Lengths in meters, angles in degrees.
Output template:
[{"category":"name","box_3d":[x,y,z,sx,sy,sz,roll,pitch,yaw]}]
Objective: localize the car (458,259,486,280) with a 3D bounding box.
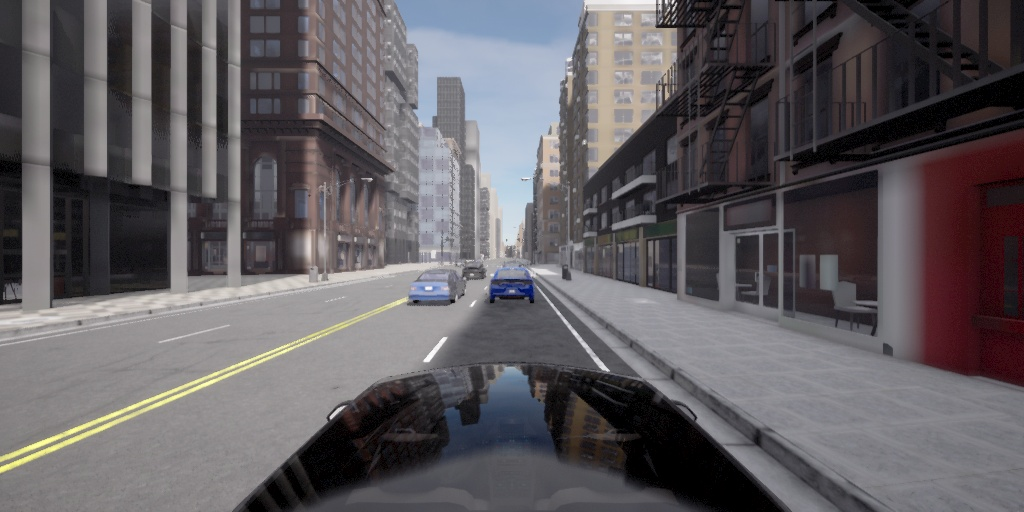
[{"category":"car","box_3d":[-3.250,1.269,31.500,1.837,1.490,4.892,0,0,0]}]

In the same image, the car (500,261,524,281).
[{"category":"car","box_3d":[0.000,1.237,31.500,1.882,1.535,5.008,0,0,0]}]

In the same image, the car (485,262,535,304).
[{"category":"car","box_3d":[0.000,1.233,16.500,1.882,1.535,5.008,0,0,0]}]

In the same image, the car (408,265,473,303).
[{"category":"car","box_3d":[-3.250,1.311,16.500,2.033,1.411,5.357,0,0,0]}]
